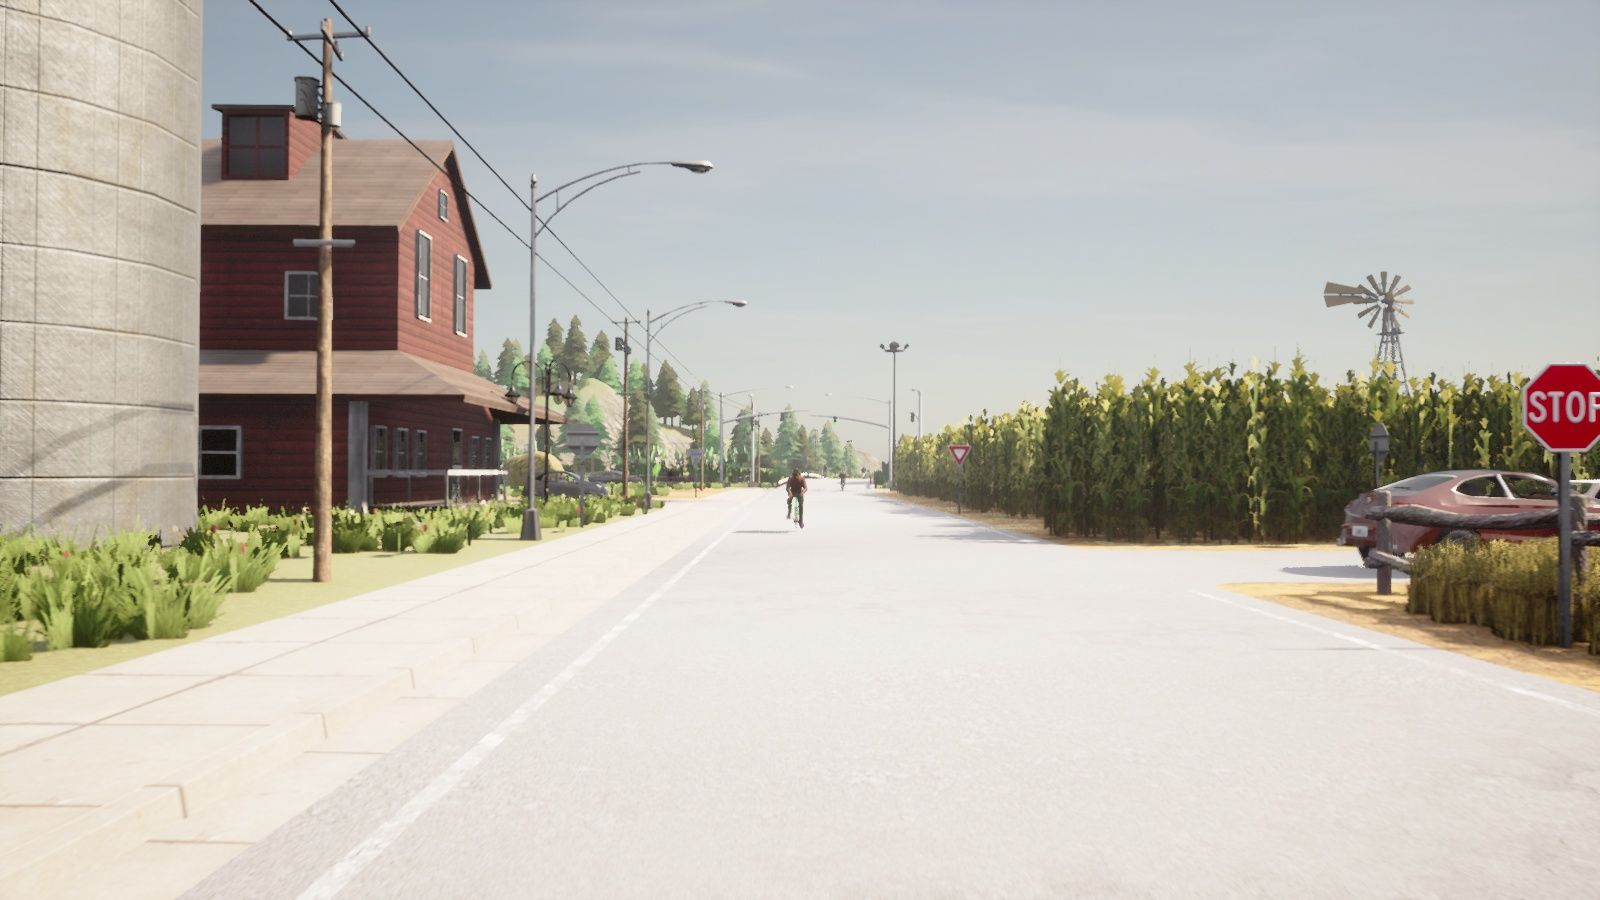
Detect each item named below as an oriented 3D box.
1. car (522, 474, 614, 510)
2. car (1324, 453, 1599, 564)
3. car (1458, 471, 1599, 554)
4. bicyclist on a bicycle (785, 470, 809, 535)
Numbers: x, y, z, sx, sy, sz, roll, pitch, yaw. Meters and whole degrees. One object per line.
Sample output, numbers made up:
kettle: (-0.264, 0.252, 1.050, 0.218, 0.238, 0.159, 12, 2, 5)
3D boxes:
car: (-9.908, 1.768, 53.810, 3.633, 1.501, 1.845, 0, -1, -1)
car: (11.355, 0.896, 20.150, 5.027, 1.651, 2.152, 0, -1, -8)
car: (14.639, 1.124, 23.307, 3.806, 1.475, 1.970, 0, -1, 0)
bicyclist on a bicycle: (-0.083, 1.321, 32.056, 0.582, 1.620, 1.656, 0, -1, 0)
